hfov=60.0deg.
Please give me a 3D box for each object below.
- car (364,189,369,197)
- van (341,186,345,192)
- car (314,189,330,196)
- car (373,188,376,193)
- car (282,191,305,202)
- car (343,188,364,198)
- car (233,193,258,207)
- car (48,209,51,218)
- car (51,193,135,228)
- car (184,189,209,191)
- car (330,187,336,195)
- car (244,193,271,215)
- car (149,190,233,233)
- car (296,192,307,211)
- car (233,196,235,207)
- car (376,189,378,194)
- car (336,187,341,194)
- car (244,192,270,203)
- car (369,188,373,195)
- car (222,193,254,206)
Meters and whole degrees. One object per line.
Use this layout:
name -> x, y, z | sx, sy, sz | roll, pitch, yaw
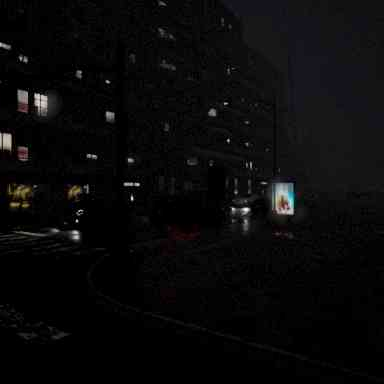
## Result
car -> 31.721, 0.098, 63.142 | 1.967, 1.590, 4.097 | 1, 2, 35
van -> 37.561, -0.446, 86.052 | 1.690, 1.788, 3.998 | 2, 2, 35
car -> 28.004, -0.025, 72.434 | 1.967, 1.590, 4.097 | 2, 2, 35
car -> 38.093, -0.012, 72.227 | 1.887, 1.381, 4.507 | 1, 2, 35
car -> 15.073, 0.625, 49.348 | 1.994, 1.385, 4.181 | 0, 1, 35
car -> 28.536, 0.308, 58.604 | 1.887, 1.381, 4.507 | 1, 2, 35
car -> 6.188, 0.863, 36.830 | 1.812, 1.442, 4.674 | 0, 1, 35
car -> -7.032, 1.009, 22.492 | 2.192, 1.841, 5.009 | 1, 2, 35
car -> -5.642, 1.075, 19.996 | 2.097, 1.767, 4.553 | 0, 1, 35
car -> 0.268, 0.754, 28.415 | 2.150, 2.045, 5.566 | 0, 1, 35
car -> 31.189, -0.028, 76.978 | 1.887, 1.381, 4.507 | 2, 2, 35
car -> 6.233, 1.069, 26.818 | 1.947, 1.339, 4.313 | 1, 2, 35
car -> -0.137, 1.026, 17.730 | 2.192, 1.841, 5.009 | 1, 2, 35
car -> 9.419, 0.964, 31.359 | 1.947, 1.339, 4.313 | 1, 2, 35
car -> 0.954, 1.202, 23.801 | 1.895, 1.301, 4.718 | 0, 1, 35
car -> 44.464, -0.221, 81.309 | 2.008, 1.369, 4.403 | 1, 2, 35
car -> 34.376, -0.240, 81.515 | 1.967, 1.590, 4.097 | 2, 2, 35
car -> 8.892, 0.754, 45.199 | 1.802, 1.307, 4.206 | 2, 2, 35
car -> 34.907, 0.095, 67.686 | 1.887, 1.381, 4.507 | 1, 2, 35
car -> 5.707, 0.828, 40.659 | 2.008, 1.369, 4.403 | 2, 2, 35
